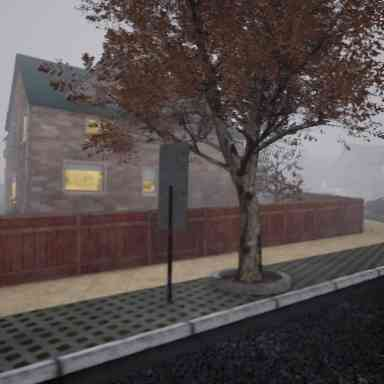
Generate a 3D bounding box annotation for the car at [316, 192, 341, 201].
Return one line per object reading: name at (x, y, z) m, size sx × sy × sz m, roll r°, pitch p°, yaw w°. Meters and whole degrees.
car at (13.451, 0.701, 32.628) m, size 1.994 × 1.385 × 4.181 m, roll 1°, pitch 2°, yaw -4°

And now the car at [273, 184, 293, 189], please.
car at (15.208, -0.271, 52.796) m, size 2.150 × 2.045 × 5.566 m, roll 1°, pitch 2°, yaw -3°

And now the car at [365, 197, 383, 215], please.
car at (14.041, 1.038, 22.677) m, size 2.033 × 1.411 × 5.357 m, roll 1°, pitch 2°, yaw -3°

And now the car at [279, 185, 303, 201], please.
car at (12.848, 0.257, 42.904) m, size 1.882 × 1.535 × 5.008 m, roll 1°, pitch 2°, yaw -3°
